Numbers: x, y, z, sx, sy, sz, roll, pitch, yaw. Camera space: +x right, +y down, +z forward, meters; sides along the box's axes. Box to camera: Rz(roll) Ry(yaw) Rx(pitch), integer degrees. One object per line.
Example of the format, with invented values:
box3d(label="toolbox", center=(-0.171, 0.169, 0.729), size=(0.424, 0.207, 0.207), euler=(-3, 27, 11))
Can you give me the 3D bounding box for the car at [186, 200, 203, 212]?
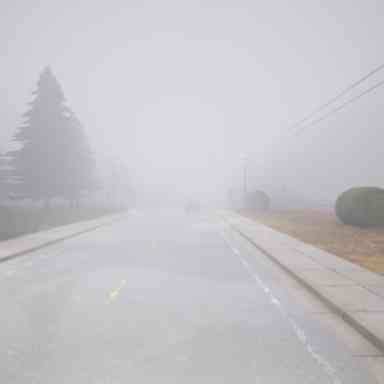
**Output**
box3d(label="car", center=(0.268, 1.785, 43.967), size=(1.837, 1.490, 4.892), euler=(0, 0, 5))
